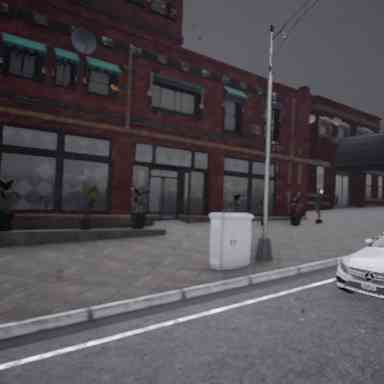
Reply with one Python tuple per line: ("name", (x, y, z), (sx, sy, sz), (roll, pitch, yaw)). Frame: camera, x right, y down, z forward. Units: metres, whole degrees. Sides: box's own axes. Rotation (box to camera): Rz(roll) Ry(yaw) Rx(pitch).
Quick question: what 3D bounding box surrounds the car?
("car", (5.307, 1.560, 7.780), (4.674, 1.442, 1.812), (0, 0, -36))
